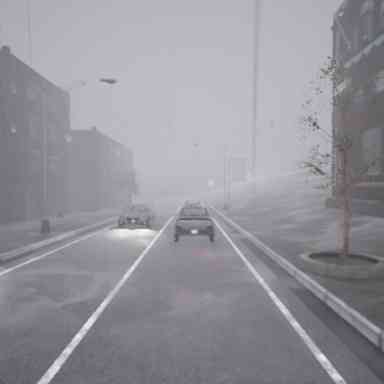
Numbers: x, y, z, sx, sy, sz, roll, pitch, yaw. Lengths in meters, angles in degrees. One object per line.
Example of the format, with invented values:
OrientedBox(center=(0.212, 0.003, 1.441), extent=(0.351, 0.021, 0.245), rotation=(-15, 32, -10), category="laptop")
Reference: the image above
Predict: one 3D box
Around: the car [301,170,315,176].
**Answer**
OrientedBox(center=(23.537, -3.533, 64.100), extent=(2.163, 1.488, 4.792), rotation=(0, 1, -6), category="car")

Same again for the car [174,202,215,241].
OrientedBox(center=(0.101, 1.488, 16.723), extent=(2.128, 1.511, 4.902), rotation=(0, 0, 0), category="car")

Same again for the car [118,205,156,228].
OrientedBox(center=(-3.532, 1.560, 21.915), extent=(1.994, 1.385, 4.181), rotation=(0, 0, 0), category="car")

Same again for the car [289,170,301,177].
OrientedBox(center=(22.917, -3.792, 69.790), extent=(2.185, 1.767, 4.553), rotation=(0, 1, -5), category="car")

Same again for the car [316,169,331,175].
OrientedBox(center=(24.239, -3.422, 58.626), extent=(2.002, 1.452, 4.674), rotation=(0, 1, -7), category="car")

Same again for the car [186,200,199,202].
OrientedBox(center=(0.101, 1.593, 37.844), extent=(1.895, 1.301, 4.718), rotation=(0, 0, 0), category="car")

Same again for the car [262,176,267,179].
OrientedBox(center=(21.735, -4.043, 91.893), extent=(2.231, 1.521, 4.892), rotation=(0, 1, -1), category="car")

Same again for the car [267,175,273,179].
OrientedBox(center=(21.863, -3.965, 86.375), extent=(2.231, 1.521, 4.892), rotation=(0, 1, -1), category="car")

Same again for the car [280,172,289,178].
OrientedBox(center=(22.449, -3.768, 75.296), extent=(2.097, 1.535, 5.008), rotation=(0, 1, -4), category="car")

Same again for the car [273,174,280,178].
OrientedBox(center=(22.097, -3.829, 80.833), extent=(2.002, 1.452, 4.674), rotation=(0, 1, -2), category="car")
